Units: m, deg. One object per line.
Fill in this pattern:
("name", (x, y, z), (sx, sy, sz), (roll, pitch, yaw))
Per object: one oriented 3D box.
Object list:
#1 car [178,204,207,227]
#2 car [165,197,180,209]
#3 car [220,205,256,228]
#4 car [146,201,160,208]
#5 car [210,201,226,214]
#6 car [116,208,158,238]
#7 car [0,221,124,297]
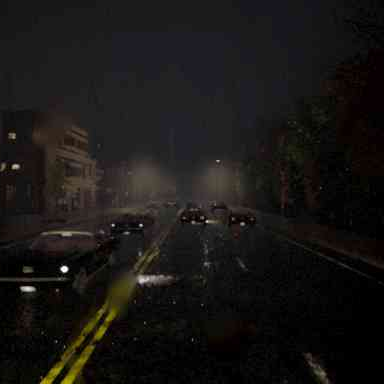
("car", (0.103, 1.862, 25.319), (1.895, 1.301, 4.718), (0, -1, 0))
("car", (-3.279, 1.784, 56.086), (2.150, 2.045, 5.566), (0, -1, 1))
("car", (3.354, 1.852, 24.304), (1.895, 1.301, 4.718), (0, -1, 0))
("car", (-6.525, 2.175, 56.301), (1.895, 1.301, 4.718), (0, -1, 1))
("car", (3.332, 1.920, 41.755), (2.128, 1.511, 4.902), (0, 0, 0))
("car", (-3.307, 1.800, 19.185), (1.895, 1.301, 4.718), (0, -1, 0))
("car", (-3.344, 1.695, 8.994), (1.895, 1.301, 4.718), (0, -1, 0))
